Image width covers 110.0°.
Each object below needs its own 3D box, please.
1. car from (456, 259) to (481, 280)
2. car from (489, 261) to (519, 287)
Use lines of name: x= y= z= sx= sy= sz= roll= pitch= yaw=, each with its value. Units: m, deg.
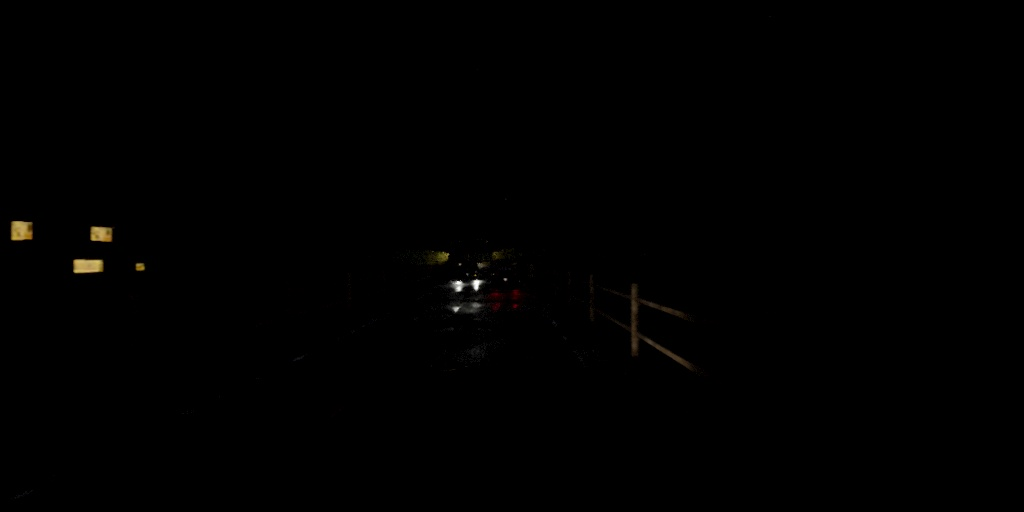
car: x=-3.823 y=1.288 z=31.814 sx=1.837 sy=1.490 sz=4.892 roll=1 pitch=0 yaw=-3
car: x=-0.517 y=1.301 z=25.037 sx=1.812 sy=1.442 sz=4.674 roll=0 pitch=0 yaw=-3
